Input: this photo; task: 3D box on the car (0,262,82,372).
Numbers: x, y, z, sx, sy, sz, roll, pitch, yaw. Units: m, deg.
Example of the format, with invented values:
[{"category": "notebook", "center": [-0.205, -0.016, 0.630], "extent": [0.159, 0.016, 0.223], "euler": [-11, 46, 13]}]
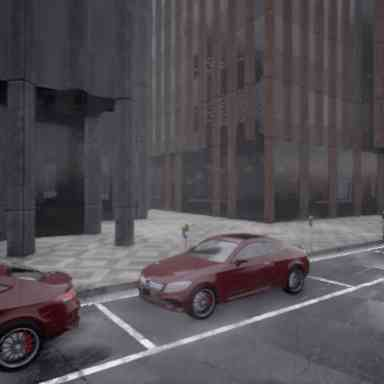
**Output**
[{"category": "car", "center": [-3.559, 1.580, 4.109], "extent": [4.206, 1.307, 1.802], "euler": [0, 0, -36]}]

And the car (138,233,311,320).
[{"category": "car", "center": [0.883, 1.594, 7.279], "extent": [4.206, 1.307, 1.802], "euler": [0, 0, -36]}]
